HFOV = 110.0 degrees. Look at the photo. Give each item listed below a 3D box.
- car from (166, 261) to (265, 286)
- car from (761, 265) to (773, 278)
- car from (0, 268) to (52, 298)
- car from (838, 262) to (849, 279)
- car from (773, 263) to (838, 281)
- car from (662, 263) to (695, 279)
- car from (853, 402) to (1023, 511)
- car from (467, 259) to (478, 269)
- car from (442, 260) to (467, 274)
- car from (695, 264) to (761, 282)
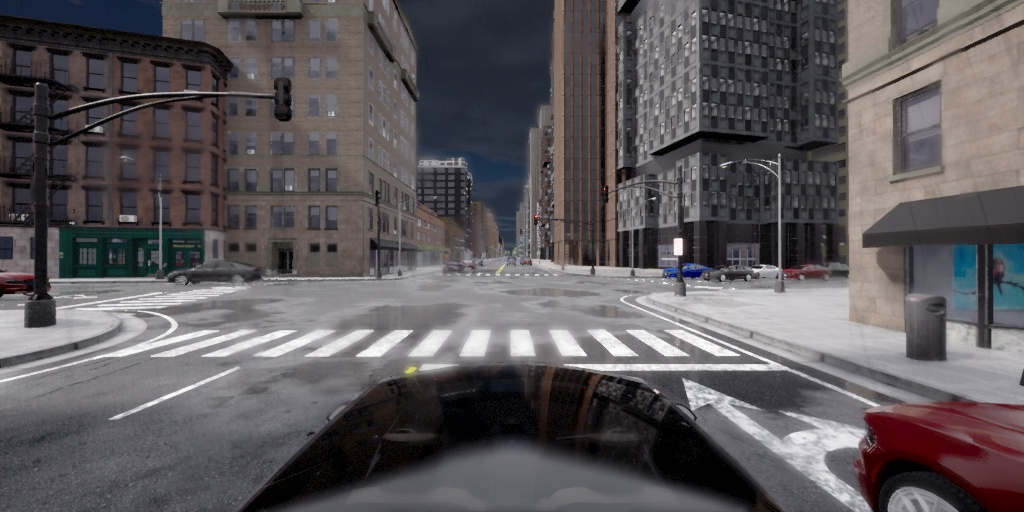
[{"bbox_3d":[-18.512,1.087,22.594,4.892,1.490,1.837,1,0,-17],"label":"car"},{"bbox_3d":[26.006,1.640,37.381,4.674,1.442,1.812,1,0,-15],"label":"car"},{"bbox_3d":[-22.331,0.962,14.468,5.008,1.535,1.882,1,0,-17],"label":"car"},{"bbox_3d":[35.015,1.571,39.664,4.553,1.767,2.097,1,0,-13],"label":"car"},{"bbox_3d":[28.327,1.594,34.640,5.008,1.535,1.882,1,0,-15],"label":"car"},{"bbox_3d":[17.024,1.487,34.810,5.008,1.535,1.882,1,0,-16],"label":"car"},{"bbox_3d":[3.353,1.228,0.439,1.882,1.535,5.008,0,0,0],"label":"car"},{"bbox_3d":[-6.690,1.288,54.948,1.812,1.442,4.674,0,1,0],"label":"car"},{"bbox_3d":[-6.670,1.321,40.849,1.994,1.385,4.181,0,0,0],"label":"car"},{"bbox_3d":[19.276,1.514,32.067,4.892,1.490,1.837,1,0,-17],"label":"car"}]
